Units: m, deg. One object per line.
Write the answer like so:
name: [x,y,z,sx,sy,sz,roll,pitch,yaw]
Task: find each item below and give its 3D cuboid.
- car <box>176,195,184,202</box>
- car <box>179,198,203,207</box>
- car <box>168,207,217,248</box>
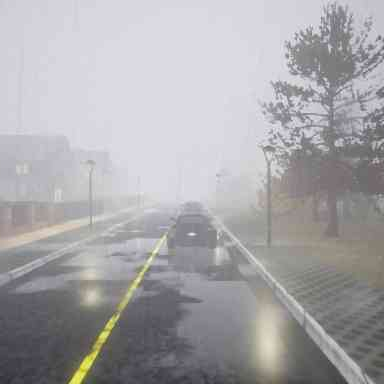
car: [-2.753,1.414,75.914,1.837,1.490,4.892,0,0,0]
car: [0.000,1.527,29.649,1.812,1.442,4.674,0,0,0]
car: [0.000,1.573,14.650,1.994,1.385,4.181,0,0,0]
